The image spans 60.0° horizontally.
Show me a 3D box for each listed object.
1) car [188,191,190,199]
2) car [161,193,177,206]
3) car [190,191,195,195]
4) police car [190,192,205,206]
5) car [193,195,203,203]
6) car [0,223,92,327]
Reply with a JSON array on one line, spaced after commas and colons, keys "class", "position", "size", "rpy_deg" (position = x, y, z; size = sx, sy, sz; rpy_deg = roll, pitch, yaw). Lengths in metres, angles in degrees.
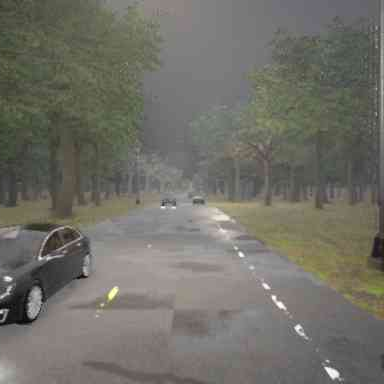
[{"class": "car", "position": [0.018, 0.869, 89.542], "size": [2.150, 2.045, 5.566], "rpy_deg": [0, 0, 0]}, {"class": "car", "position": [-3.548, 1.123, 51.699], "size": [2.150, 2.045, 5.566], "rpy_deg": [0, 0, 0]}, {"class": "car", "position": [1.063, 1.181, 69.864], "size": [2.097, 1.767, 4.553], "rpy_deg": [0, 0, 0]}, {"class": "police car", "position": [1.061, 1.320, 54.001], "size": [1.930, 1.638, 5.238], "rpy_deg": [0, 0, 0]}, {"class": "car", "position": [1.063, 1.312, 64.083], "size": [1.801, 1.575, 5.366], "rpy_deg": [0, 0, 0]}, {"class": "car", "position": [-3.598, 1.498, 7.168], "size": [1.837, 1.490, 4.892], "rpy_deg": [0, 0, 0]}]
